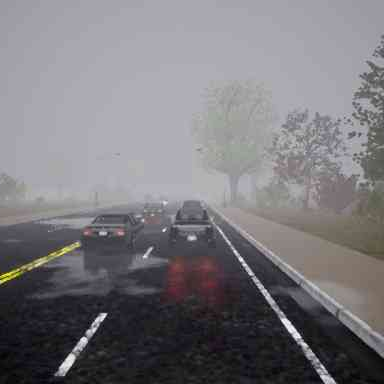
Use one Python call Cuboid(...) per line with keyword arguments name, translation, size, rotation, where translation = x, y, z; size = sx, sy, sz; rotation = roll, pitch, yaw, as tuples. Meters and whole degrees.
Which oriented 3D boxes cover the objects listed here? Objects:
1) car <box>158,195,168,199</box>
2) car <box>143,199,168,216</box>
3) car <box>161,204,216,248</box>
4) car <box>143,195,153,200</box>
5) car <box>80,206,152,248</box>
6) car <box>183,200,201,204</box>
Cuboid(name="car", translation=(-6.557, 1.404, 74.976), size=(2.128, 1.511, 4.902), rotation=(0, 0, 0))
Cuboid(name="car", translation=(-3.250, 1.596, 29.684), size=(1.895, 1.301, 4.718), rotation=(0, 0, 0))
Cuboid(name="car", translation=(0.000, 1.489, 14.653), size=(2.128, 1.511, 4.902), rotation=(0, 0, 0))
Cuboid(name="car", translation=(-9.807, 1.379, 74.958), size=(1.837, 1.490, 4.892), rotation=(0, 0, 0))
Cuboid(name="car", translation=(-3.250, 1.557, 14.653), size=(2.033, 1.411, 5.357), rotation=(0, 0, 0))
Cuboid(name="car", translation=(0.000, 1.465, 29.654), size=(1.882, 1.535, 5.008), rotation=(0, 0, 0))
